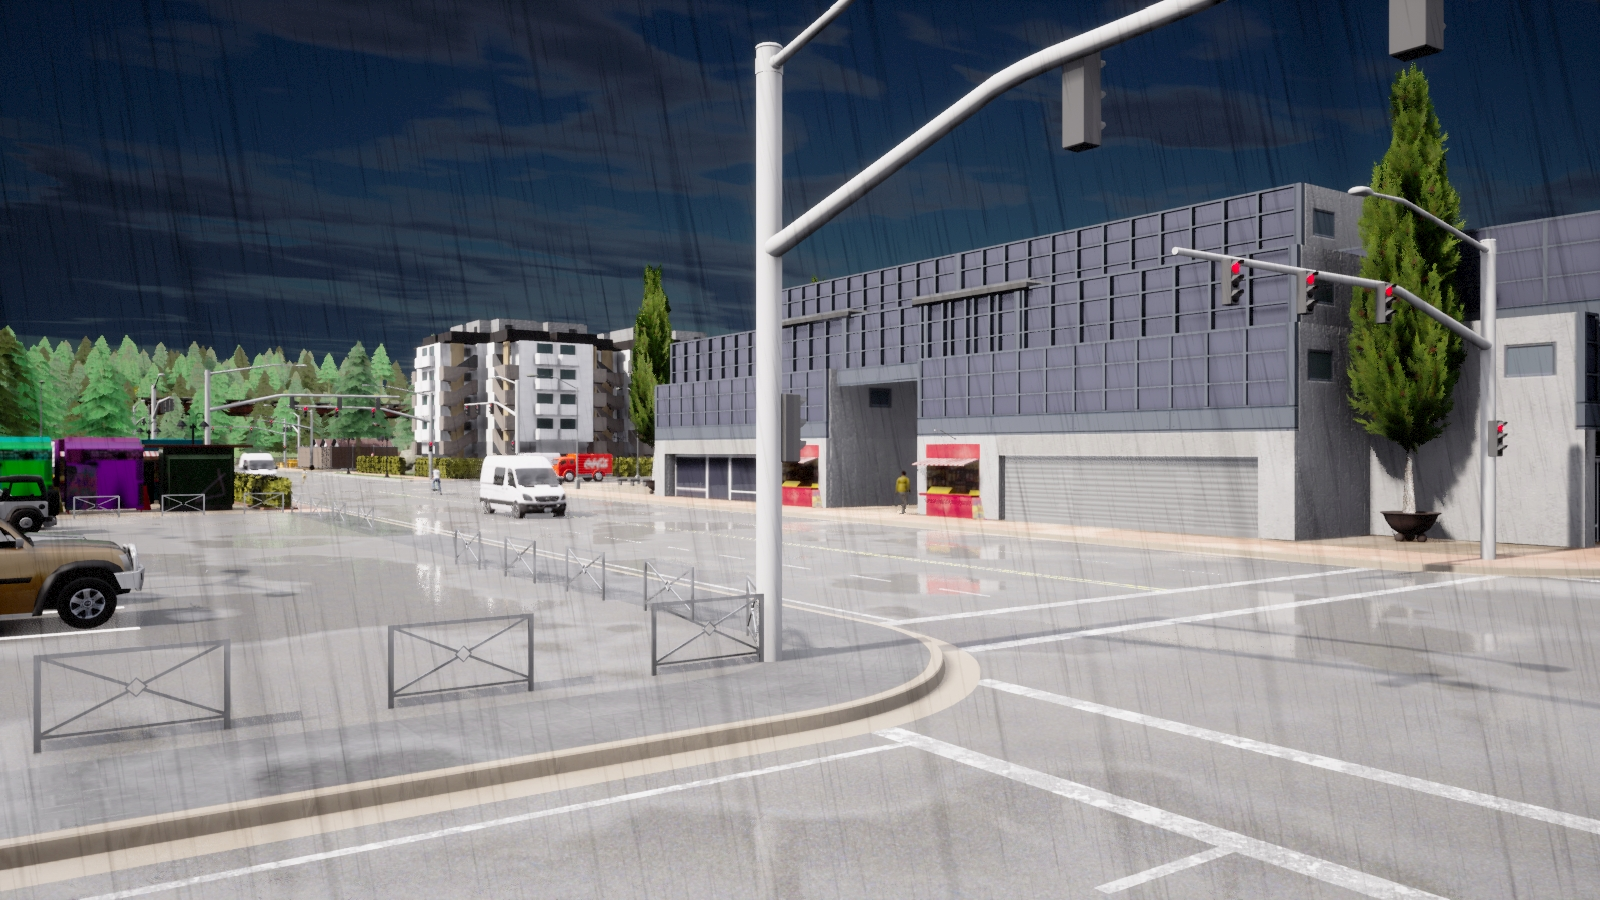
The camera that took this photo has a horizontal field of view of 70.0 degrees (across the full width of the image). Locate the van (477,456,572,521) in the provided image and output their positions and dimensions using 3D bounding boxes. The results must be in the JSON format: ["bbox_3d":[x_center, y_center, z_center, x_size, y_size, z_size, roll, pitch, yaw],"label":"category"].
[{"bbox_3d":[-11.687,1.534,48.165,1.988,2.561,5.915,0,0,-33],"label":"van"}]

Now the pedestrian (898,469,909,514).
[{"bbox_3d":[4.245,1.696,46.957,0.375,1.860,0.375,0,0,22],"label":"pedestrian"}]
